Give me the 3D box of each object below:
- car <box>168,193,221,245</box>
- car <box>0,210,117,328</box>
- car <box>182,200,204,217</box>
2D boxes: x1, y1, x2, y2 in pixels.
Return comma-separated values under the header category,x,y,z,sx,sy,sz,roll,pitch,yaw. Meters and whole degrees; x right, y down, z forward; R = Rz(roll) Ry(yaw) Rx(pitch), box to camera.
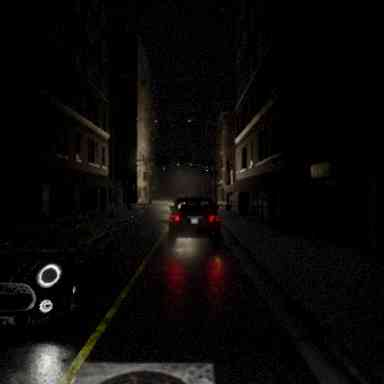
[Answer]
category,x,y,z,sx,sy,sz,roll,pitch,yaw
car,0.101,1.209,15.496,2.150,2.045,5.566,0,0,0
car,-3.100,1.347,7.270,2.097,1.767,4.553,0,0,0
car,0.056,1.511,32.657,2.033,1.411,5.357,0,0,-1
